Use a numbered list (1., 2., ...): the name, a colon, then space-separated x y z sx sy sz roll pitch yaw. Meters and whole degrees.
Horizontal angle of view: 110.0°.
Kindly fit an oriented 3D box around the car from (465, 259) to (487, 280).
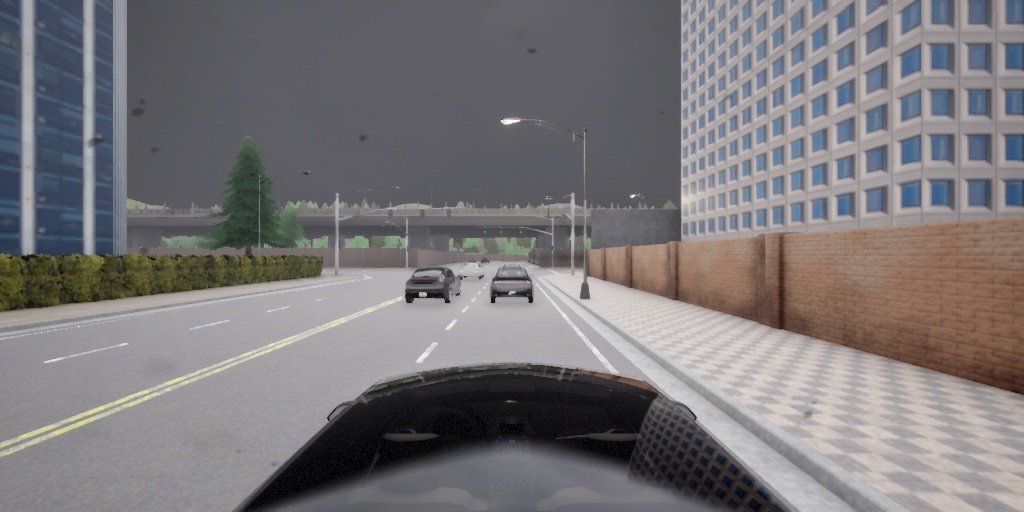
1. car: -3.500 1.281 31.500 1.812 1.442 4.674 0 0 0

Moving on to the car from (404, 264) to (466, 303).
1. car: -3.500 1.264 16.500 1.837 1.490 4.892 0 0 0

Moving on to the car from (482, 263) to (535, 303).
1. car: 0.000 1.243 16.500 2.128 1.511 4.902 0 0 0
